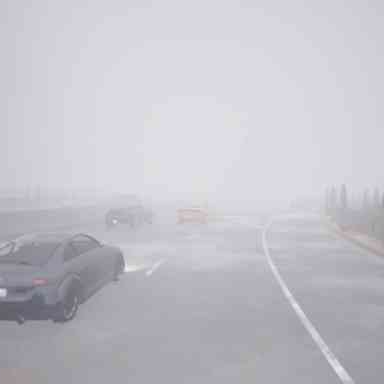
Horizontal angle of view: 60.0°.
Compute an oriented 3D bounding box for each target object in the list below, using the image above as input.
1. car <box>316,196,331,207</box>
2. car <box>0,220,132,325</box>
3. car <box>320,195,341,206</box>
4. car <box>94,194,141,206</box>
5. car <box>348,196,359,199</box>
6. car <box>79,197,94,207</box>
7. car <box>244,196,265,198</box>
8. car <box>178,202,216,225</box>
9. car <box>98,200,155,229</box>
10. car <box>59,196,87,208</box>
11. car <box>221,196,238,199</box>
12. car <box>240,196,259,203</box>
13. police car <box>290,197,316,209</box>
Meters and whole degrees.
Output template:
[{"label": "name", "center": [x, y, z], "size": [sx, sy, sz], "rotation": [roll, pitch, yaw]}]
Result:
[{"label": "car", "center": [20.346, 1.597, 53.270], "size": [1.882, 1.535, 5.008], "rotation": [0, 0, 39]}, {"label": "car", "center": [-2.906, 1.551, 7.230], "size": [1.994, 1.385, 4.181], "rotation": [0, 0, 5]}, {"label": "car", "center": [23.981, 1.490, 57.535], "size": [2.097, 1.767, 4.553], "rotation": [0, 0, 41]}, {"label": "car", "center": [-7.389, 1.194, 34.919], "size": [2.150, 2.045, 5.566], "rotation": [0, 0, 21]}, {"label": "car", "center": [35.818, 1.575, 73.107], "size": [1.837, 1.490, 4.892], "rotation": [0, 0, 41]}, {"label": "car", "center": [-10.151, 1.523, 37.333], "size": [1.994, 1.385, 4.181], "rotation": [0, 0, 22]}, {"label": "car", "center": [13.540, 1.575, 68.471], "size": [2.128, 1.511, 4.902], "rotation": [0, 0, 41]}, {"label": "car", "center": [0.434, 1.487, 24.669], "size": [1.882, 1.535, 5.008], "rotation": [0, 0, 16]}, {"label": "car", "center": [-3.954, 1.491, 21.861], "size": [1.837, 1.490, 4.892], "rotation": [0, 0, 14]}, {"label": "car", "center": [-13.302, 1.296, 38.825], "size": [2.097, 1.767, 4.553], "rotation": [0, 0, 23]}, {"label": "car", "center": [8.240, 1.550, 73.043], "size": [2.128, 1.511, 4.902], "rotation": [0, 0, 41]}, {"label": "car", "center": [12.615, 1.566, 72.757], "size": [1.812, 1.442, 4.674], "rotation": [0, 0, 41]}, {"label": "police car", "center": [15.281, 1.517, 46.387], "size": [1.930, 1.638, 5.238], "rotation": [0, 0, 33]}]
